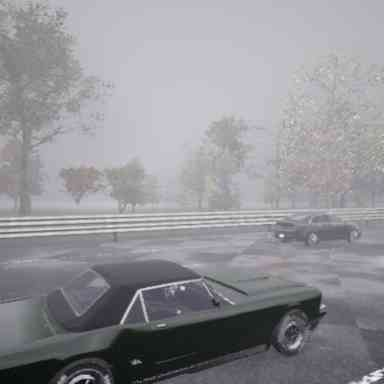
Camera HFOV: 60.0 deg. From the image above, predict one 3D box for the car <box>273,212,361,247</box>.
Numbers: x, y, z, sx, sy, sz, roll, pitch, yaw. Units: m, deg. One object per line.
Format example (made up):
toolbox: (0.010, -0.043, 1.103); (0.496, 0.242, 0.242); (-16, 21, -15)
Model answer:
car: (6.196, 1.762, 16.356); (4.892, 1.490, 1.837); (1, -1, -29)

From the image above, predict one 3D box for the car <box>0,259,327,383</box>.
car: (-0.337, 1.669, 4.704); (4.718, 1.301, 1.895); (1, -1, -30)
